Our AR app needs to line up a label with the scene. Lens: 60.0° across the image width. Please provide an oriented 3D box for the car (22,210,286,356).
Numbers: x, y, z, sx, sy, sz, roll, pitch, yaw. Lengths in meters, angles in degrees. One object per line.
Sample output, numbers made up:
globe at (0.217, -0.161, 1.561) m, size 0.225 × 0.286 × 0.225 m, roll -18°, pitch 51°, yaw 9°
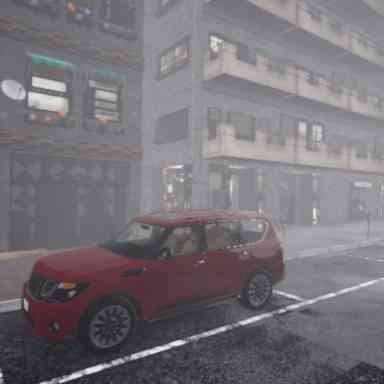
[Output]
car at (-0.354, 1.319, 6.285) m, size 5.009 × 1.841 × 2.192 m, roll 0°, pitch 1°, yaw -35°
